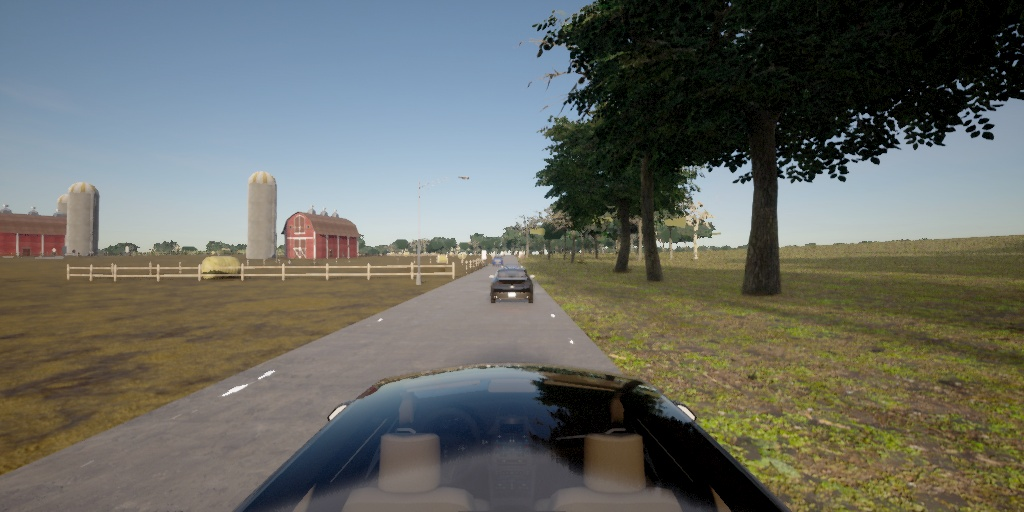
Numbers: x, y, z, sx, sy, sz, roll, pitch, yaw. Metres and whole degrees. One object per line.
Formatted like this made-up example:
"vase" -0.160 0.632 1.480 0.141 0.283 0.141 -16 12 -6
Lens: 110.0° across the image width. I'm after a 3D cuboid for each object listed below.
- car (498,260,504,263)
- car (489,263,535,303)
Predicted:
"car" -0.001 1.333 31.505 1.994 1.385 4.181 0 0 0
"car" 0.000 1.270 16.503 1.837 1.490 4.892 0 0 0
